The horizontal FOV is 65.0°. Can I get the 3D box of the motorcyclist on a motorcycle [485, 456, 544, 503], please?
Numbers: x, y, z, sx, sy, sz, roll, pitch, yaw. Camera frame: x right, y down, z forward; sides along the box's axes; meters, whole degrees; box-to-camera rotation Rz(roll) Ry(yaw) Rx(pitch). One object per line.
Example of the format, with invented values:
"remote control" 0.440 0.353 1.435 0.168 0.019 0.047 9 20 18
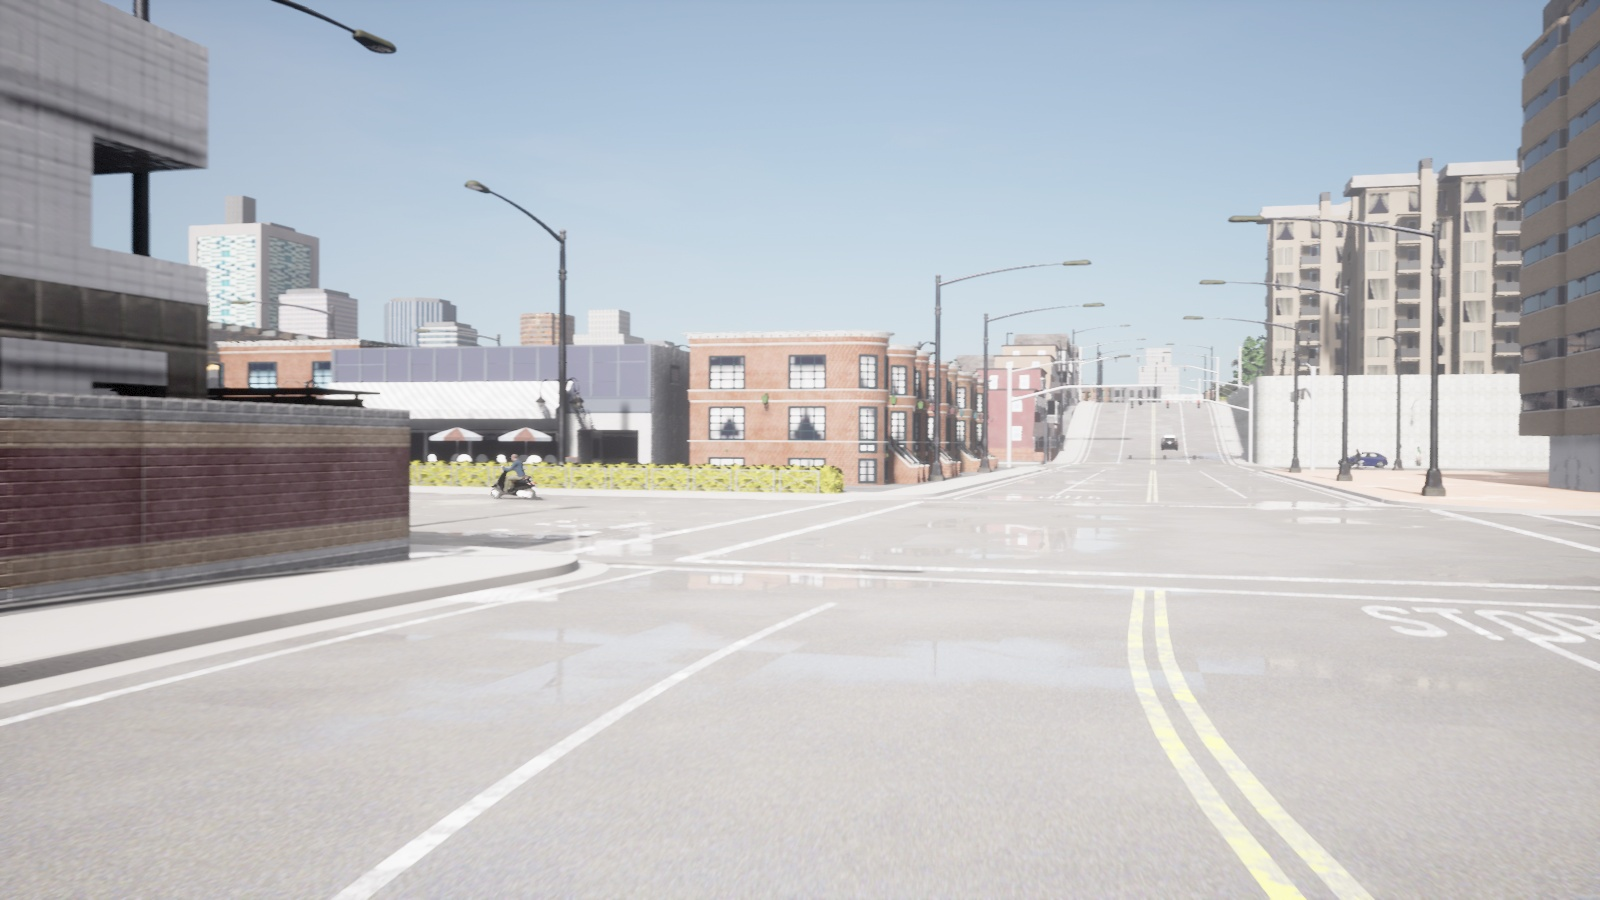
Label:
"motorcyclist on a motorcycle" -9.861 1.017 43.408 1.817 1.590 0.866 0 0 17
